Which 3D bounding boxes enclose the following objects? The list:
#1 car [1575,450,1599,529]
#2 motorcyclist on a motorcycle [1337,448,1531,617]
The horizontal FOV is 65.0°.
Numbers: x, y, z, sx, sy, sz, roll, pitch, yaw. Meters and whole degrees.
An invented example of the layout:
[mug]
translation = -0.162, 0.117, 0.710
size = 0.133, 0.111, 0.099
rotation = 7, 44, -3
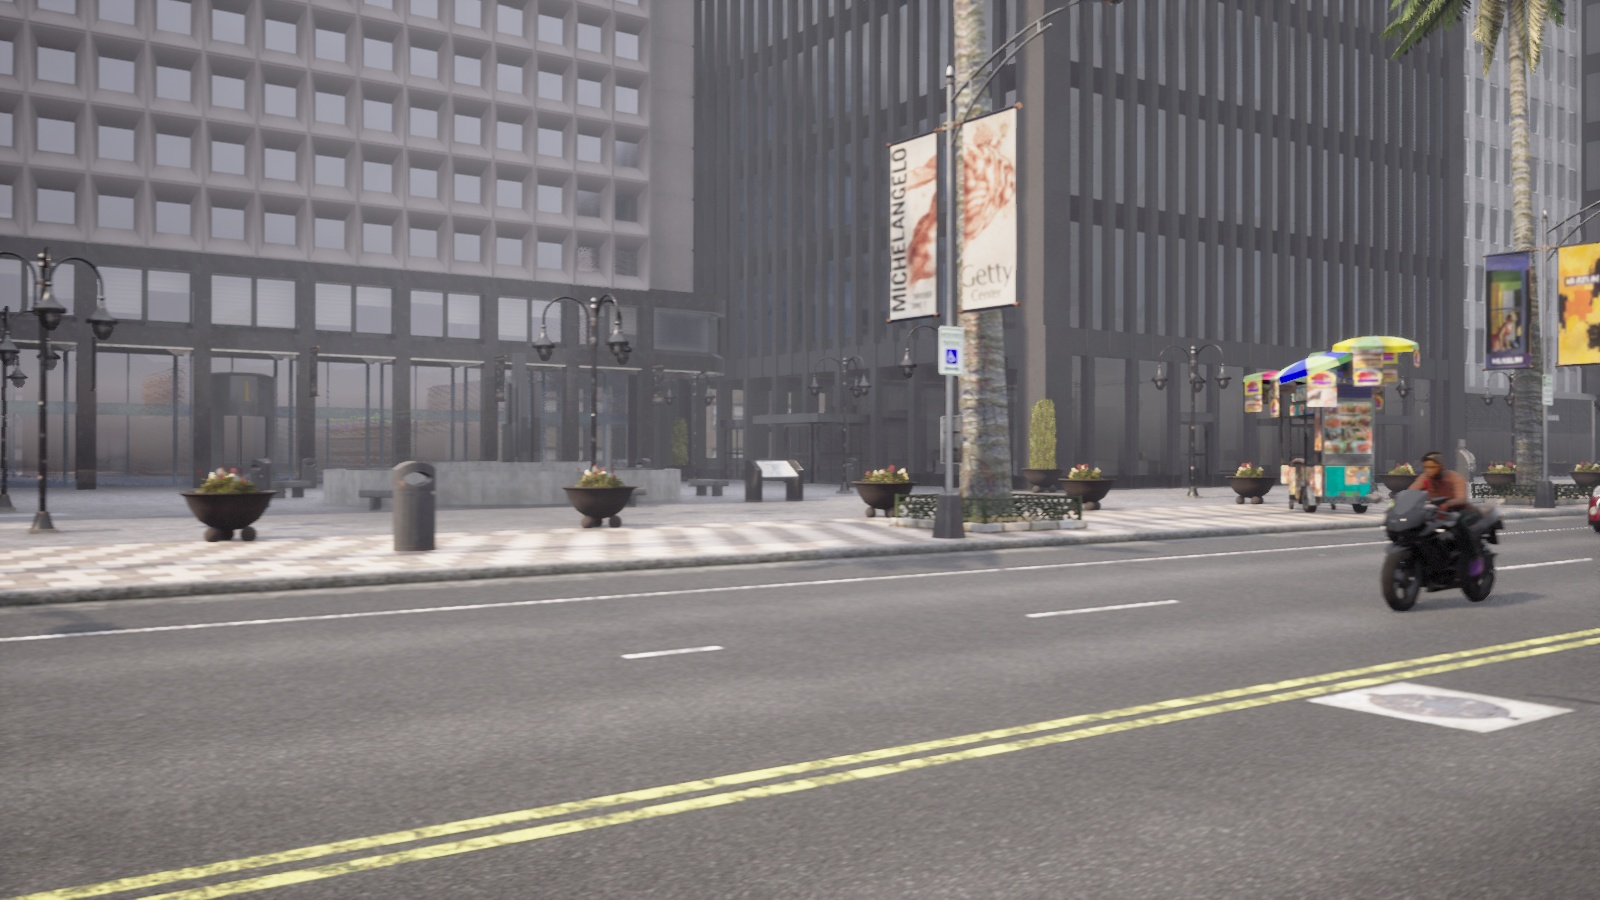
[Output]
[car]
translation = 16.695, 0.733, 23.919
size = 3.806, 1.475, 1.970
rotation = 0, 0, -35
[motorcyclist on a motorcycle]
translation = 6.183, 0.744, 12.202
size = 2.044, 1.523, 0.797
rotation = 0, 0, -35
